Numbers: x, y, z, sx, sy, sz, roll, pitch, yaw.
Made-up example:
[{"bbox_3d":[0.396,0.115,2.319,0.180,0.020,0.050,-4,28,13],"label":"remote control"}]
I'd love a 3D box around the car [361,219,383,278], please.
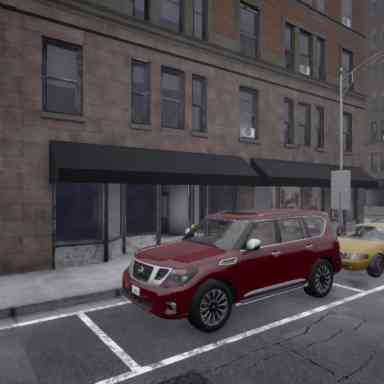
[{"bbox_3d":[5.597,1.525,10.185,4.829,1.417,1.752,0,0,-35],"label":"car"}]

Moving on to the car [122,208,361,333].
[{"bbox_3d":[1.112,1.315,6.990,5.009,1.841,2.192,0,0,-35],"label":"car"}]
